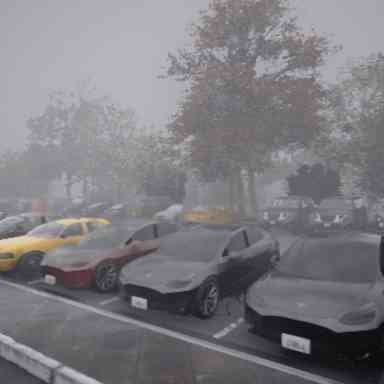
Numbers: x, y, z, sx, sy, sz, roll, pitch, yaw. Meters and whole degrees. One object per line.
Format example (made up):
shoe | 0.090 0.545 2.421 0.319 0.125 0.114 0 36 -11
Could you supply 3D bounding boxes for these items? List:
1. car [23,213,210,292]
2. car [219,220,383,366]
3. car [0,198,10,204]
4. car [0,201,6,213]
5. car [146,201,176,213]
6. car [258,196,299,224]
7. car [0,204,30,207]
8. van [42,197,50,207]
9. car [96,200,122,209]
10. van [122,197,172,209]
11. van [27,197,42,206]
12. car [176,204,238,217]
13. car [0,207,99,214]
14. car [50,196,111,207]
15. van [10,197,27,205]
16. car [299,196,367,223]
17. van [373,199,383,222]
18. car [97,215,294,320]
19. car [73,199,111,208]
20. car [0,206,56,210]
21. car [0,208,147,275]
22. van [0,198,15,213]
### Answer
car | -1.792 1.568 9.433 2.163 1.488 4.792 -1 0 36
car | 2.717 1.528 6.194 2.163 1.488 4.792 -1 0 36
car | -18.799 1.779 37.798 2.097 1.535 5.008 -2 -1 36
car | -27.801 2.037 44.252 2.231 1.521 4.892 -2 -1 36
car | -0.919 1.635 24.951 2.002 1.452 4.674 -1 0 36
car | 5.912 1.284 20.005 2.435 2.045 5.566 -1 0 36
car | -10.902 1.615 15.785 1.946 1.575 5.366 0 0 36
van | -12.104 1.468 33.126 1.878 1.987 4.442 -1 0 36
car | -5.320 1.674 28.106 2.002 1.452 4.674 -1 0 36
van | -3.105 1.389 26.661 1.878 1.987 4.442 -1 0 36
van | -14.252 1.487 34.669 1.878 1.987 4.442 0 0 36
car | 1.427 1.574 23.255 2.097 1.535 5.008 -1 0 36
car | -6.281 1.579 12.702 2.231 1.521 4.892 -1 0 36
car | -9.938 1.423 31.391 2.435 2.045 5.566 -1 0 36
van | -16.746 1.508 36.173 1.878 1.987 4.442 -1 -1 36
car | 8.162 1.264 18.389 2.435 2.045 5.566 0 0 36
van | 10.360 1.270 16.701 1.878 1.987 4.442 0 0 36
car | 0.463 1.548 7.813 2.163 1.488 4.792 0 0 36
car | -7.573 1.653 29.720 2.097 1.535 5.008 -1 0 36
car | -8.543 1.599 14.311 2.231 1.521 4.892 -1 0 36
car | -4.138 1.555 10.926 1.946 1.575 5.366 -1 0 36
van | -25.485 1.746 42.739 1.878 1.987 4.442 -2 -1 36
